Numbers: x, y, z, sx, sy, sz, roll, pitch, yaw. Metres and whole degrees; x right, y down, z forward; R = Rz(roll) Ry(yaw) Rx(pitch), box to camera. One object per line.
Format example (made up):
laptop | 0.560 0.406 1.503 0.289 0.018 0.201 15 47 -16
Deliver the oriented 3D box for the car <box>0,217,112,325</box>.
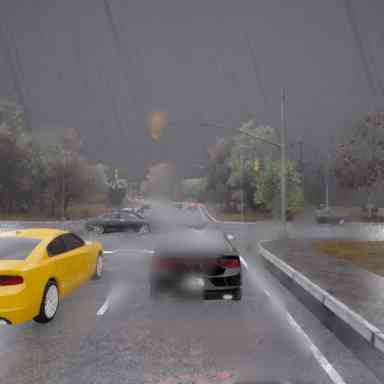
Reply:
car | -3.408 1.543 7.336 1.882 1.535 5.008 0 -1 0

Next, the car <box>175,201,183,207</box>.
car | -3.471 3.173 86.790 1.994 1.385 4.181 0 0 -3

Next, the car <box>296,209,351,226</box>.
car | 12.449 2.441 31.612 4.892 1.490 1.837 0 -2 0

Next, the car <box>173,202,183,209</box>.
car | -3.370 3.189 76.721 1.837 1.490 4.892 0 0 0

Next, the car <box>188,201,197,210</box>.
car | 0.131 3.047 76.210 2.097 1.767 4.553 0 0 0

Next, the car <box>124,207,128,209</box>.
car | -10.535 3.005 44.796 2.033 1.411 5.357 0 -2 1

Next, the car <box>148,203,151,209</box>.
car | -10.372 3.236 75.352 2.033 1.411 5.357 0 0 0

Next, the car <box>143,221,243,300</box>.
car | 0.098 1.566 8.579 1.882 1.535 5.008 0 -1 0

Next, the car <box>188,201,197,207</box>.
car | 0.045 3.168 86.367 2.033 1.411 5.357 0 0 -3

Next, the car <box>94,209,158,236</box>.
car | -4.255 1.991 21.119 4.892 1.490 1.837 0 -2 3

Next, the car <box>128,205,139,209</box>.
car | -10.491 3.215 54.667 1.812 1.442 4.674 0 -1 0

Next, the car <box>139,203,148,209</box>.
car | -10.431 3.251 64.771 2.128 1.511 4.902 0 0 1
